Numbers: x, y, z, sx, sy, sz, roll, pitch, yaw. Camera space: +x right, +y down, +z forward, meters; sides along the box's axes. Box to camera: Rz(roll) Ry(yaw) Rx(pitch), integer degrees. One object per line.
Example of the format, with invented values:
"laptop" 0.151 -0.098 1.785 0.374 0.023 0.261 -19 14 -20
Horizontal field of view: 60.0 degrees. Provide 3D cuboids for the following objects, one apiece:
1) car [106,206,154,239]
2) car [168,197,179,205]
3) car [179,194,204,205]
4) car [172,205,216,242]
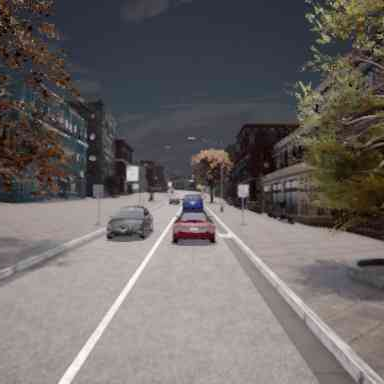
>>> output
"car" -3.108 1.514 17.349 1.837 1.490 4.892 0 0 0
"car" -3.163 1.534 59.889 2.033 1.411 5.357 0 0 0
"car" 0.086 1.241 34.825 2.150 2.045 5.566 0 0 0
"car" 0.093 1.573 16.384 1.994 1.385 4.181 0 0 0
